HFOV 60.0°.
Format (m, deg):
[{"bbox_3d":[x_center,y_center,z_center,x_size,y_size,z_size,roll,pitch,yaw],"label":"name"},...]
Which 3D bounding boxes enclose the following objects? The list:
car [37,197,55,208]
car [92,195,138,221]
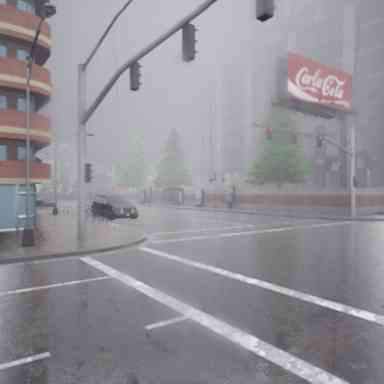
[{"bbox_3d":[-20.634,1.443,47.064,1.837,1.490,4.892,0,0,-36],"label":"car"},{"bbox_3d":[-6.493,1.310,27.589,2.150,2.045,5.566,0,2,-36],"label":"car"}]
